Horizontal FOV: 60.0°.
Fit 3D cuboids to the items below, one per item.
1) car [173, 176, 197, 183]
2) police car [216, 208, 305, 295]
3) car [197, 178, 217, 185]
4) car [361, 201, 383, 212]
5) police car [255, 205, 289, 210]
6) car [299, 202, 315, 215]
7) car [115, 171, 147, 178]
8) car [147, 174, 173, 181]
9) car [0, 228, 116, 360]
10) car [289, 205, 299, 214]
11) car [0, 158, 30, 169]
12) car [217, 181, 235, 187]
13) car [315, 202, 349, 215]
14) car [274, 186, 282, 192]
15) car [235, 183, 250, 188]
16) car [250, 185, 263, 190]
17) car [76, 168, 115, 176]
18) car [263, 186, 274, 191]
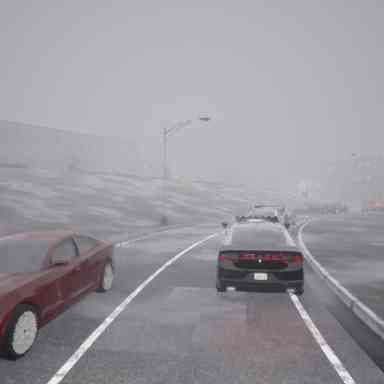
[{"bbox_3d":[-2.009,-1.972,59.624,5.008,1.535,2.097,4,-6,-43],"label":"car"},{"bbox_3d":[1.749,1.458,9.037,1.930,1.638,5.238,-1,0,9],"label":"police car"},{"bbox_3d":[1.946,-1.825,63.480,4.553,1.767,2.185,4,-6,-44],"label":"car"},{"bbox_3d":[27.244,2.117,49.756,4.553,1.767,2.097,2,-4,-39],"label":"car"},{"bbox_3d":[4.061,1.544,18.299,1.930,1.638,5.238,-1,-1,19],"label":"police car"},{"bbox_3d":[14.984,2.072,43.715,4.553,1.767,2.097,1,-4,-45],"label":"car"},{"bbox_3d":[-10.198,-2.495,52.154,4.892,1.521,2.231,3,-5,-41],"label":"car"},{"bbox_3d":[-6.064,-2.200,55.843,4.674,1.452,2.002,4,-6,-42],"label":"car"},{"bbox_3d":[-3.026,1.525,6.285,1.882,1.535,5.008,-1,-1,7],"label":"car"},{"bbox_3d":[6.136,1.693,23.519,1.837,1.490,4.892,-2,-1,24],"label":"car"},{"bbox_3d":[-22.680,-3.284,41.451,4.553,1.767,2.185,3,-5,-41],"label":"car"},{"bbox_3d":[5.951,-1.381,67.553,2.163,1.488,4.792,-4,-6,44],"label":"car"},{"bbox_3d":[17.852,2.050,41.594,4.892,1.490,1.837,1,-4,-41],"label":"car"},{"bbox_3d":[20.631,-0.417,84.157,2.435,2.045,5.566,-3,-6,40],"label":"car"},{"bbox_3d":[9.735,-1.086,71.561,2.002,1.452,4.674,-4,-6,43],"label":"car"},{"bbox_3d":[13.366,-0.838,75.580,2.231,1.521,4.892,-4,-6,42],"label":"car"},{"bbox_3d":[-14.380,-2.726,48.559,4.892,1.521,2.231,3,-5,-41],"label":"car"},{"bbox_3d":[17.046,-0.641,79.846,2.185,1.767,4.553,-4,-6,41],"label":"car"}]
